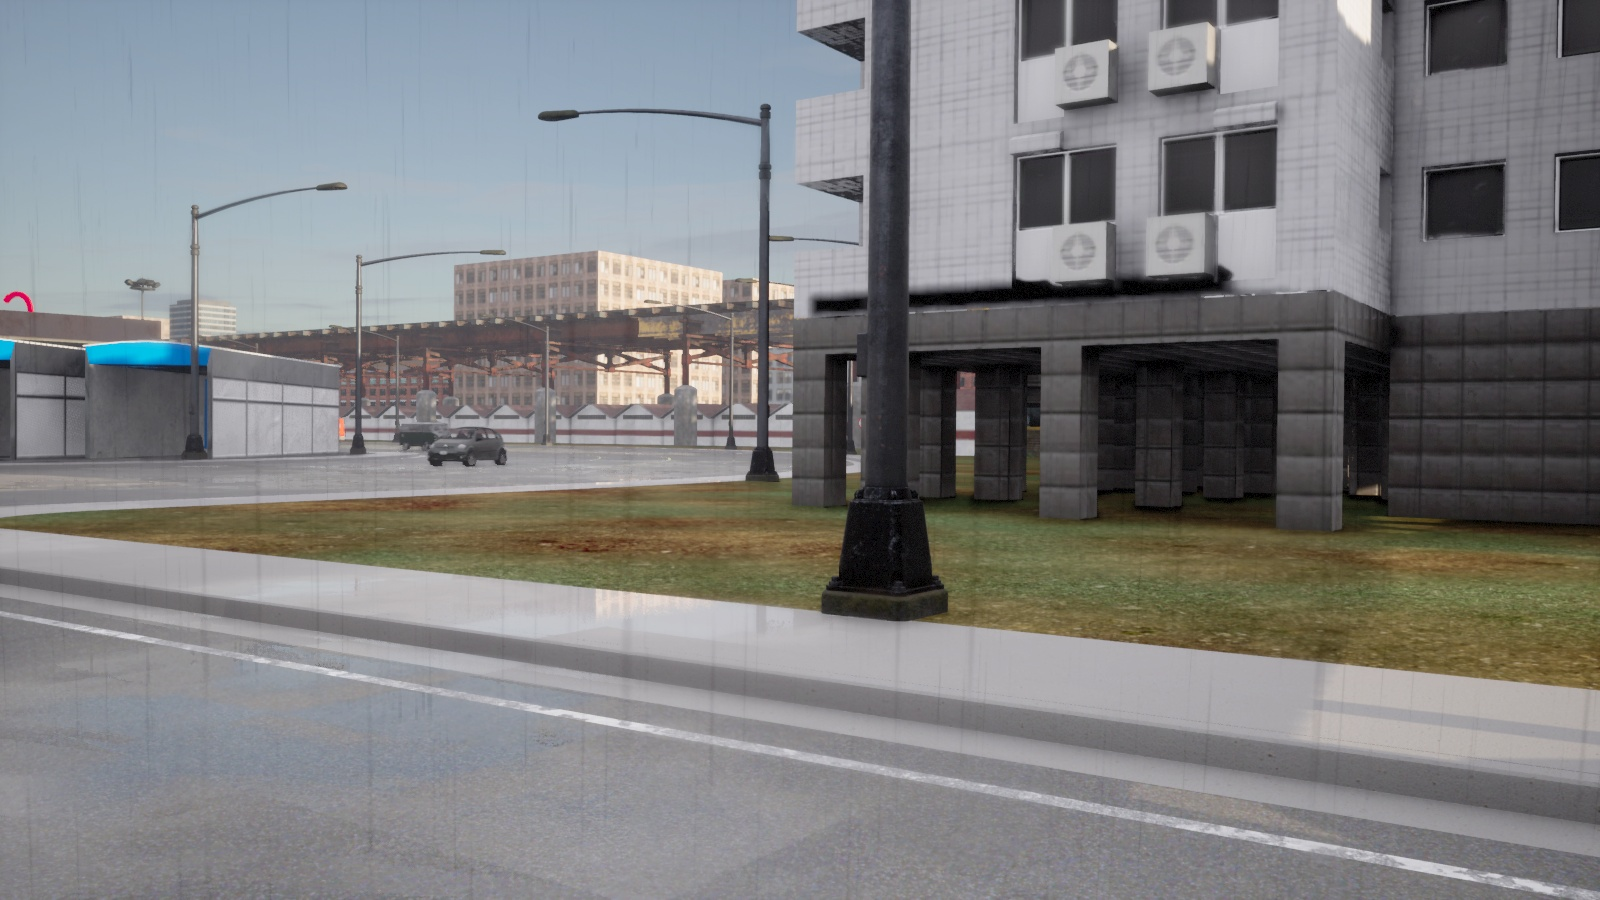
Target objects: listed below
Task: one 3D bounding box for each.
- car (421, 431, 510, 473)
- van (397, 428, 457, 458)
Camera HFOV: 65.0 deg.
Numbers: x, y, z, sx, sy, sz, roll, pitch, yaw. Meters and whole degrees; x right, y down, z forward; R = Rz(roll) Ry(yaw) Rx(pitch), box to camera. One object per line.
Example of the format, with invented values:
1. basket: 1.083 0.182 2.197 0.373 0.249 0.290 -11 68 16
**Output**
1. car: -13.612 0.052 51.354 1.851 1.617 3.988 0 1 13
2. van: -25.483 -0.456 85.762 4.442 1.987 1.775 0 1 41
